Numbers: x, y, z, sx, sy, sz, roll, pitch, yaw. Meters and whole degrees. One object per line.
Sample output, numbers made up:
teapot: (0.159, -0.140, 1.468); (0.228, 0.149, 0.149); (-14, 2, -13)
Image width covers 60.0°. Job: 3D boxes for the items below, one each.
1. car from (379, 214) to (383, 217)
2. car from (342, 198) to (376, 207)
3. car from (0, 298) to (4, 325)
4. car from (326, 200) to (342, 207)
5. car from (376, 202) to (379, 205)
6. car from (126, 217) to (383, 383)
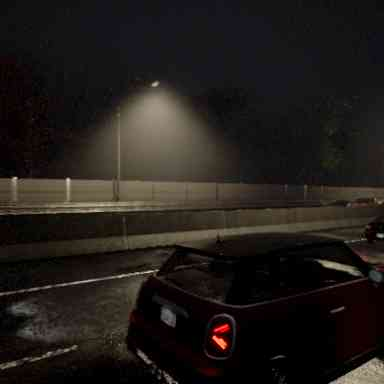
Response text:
car: (9.528, 1.607, 14.843); (4.674, 1.442, 1.812); (0, 0, -36)
car: (20.631, 1.567, 40.199); (4.553, 1.767, 2.097); (0, 0, -35)
car: (-4.956, 1.556, 4.509); (4.181, 1.385, 1.994); (0, 0, -36)
car: (19.614, 1.750, 43.766); (4.674, 1.442, 1.812); (0, 0, -35)
car: (23.321, 1.823, 37.821); (4.718, 1.301, 1.895); (0, 0, -35)
car: (1.470, 1.371, 4.798); (4.553, 1.767, 2.097); (0, 0, -36)
